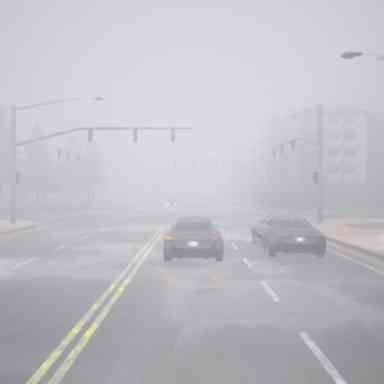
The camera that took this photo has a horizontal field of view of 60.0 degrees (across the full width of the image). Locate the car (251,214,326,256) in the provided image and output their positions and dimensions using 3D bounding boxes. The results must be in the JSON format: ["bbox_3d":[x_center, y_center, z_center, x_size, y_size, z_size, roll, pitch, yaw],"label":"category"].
[{"bbox_3d":[3.564,1.532,12.930,1.994,1.385,4.181,0,0,0],"label":"car"}]

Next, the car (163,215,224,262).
[{"bbox_3d":[0.059,1.533,12.049,1.994,1.385,4.181,0,0,0],"label":"car"}]

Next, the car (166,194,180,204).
[{"bbox_3d":[-3.542,1.384,59.210,1.812,1.442,4.674,0,0,1],"label":"car"}]

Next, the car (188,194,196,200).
[{"bbox_3d":[-0.004,1.212,75.555,1.994,1.385,4.181,0,0,0],"label":"car"}]

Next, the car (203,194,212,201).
[{"bbox_3d":[3.496,1.183,75.569,2.128,1.511,4.902,0,0,0],"label":"car"}]
